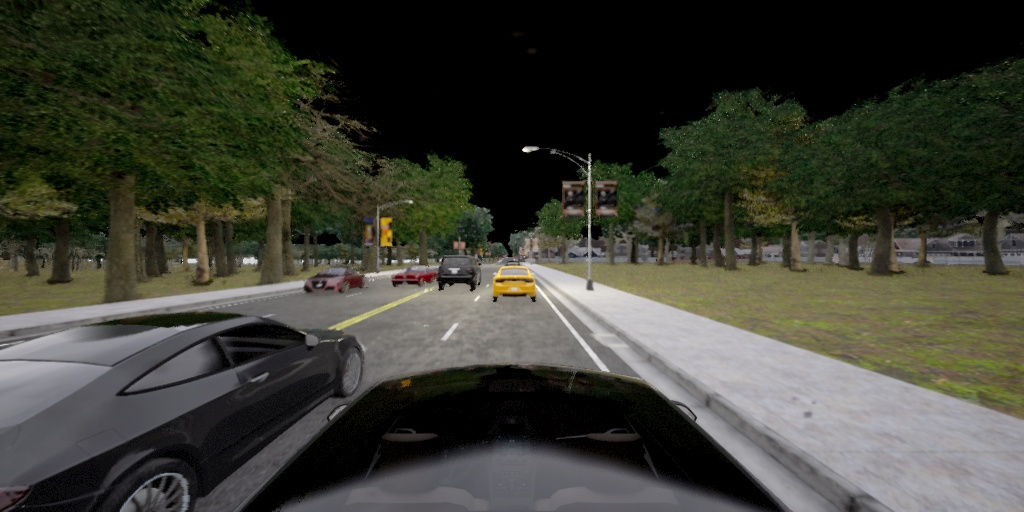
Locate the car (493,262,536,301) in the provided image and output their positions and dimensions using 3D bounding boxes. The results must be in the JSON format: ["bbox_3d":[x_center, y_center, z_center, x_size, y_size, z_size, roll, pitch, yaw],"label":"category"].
[{"bbox_3d":[0.099,1.222,17.326,1.882,1.535,5.008,0,0,0],"label":"car"}]

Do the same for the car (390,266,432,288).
[{"bbox_3d":[-6.512,1.351,24.025,1.895,1.301,4.718,0,0,0],"label":"car"}]

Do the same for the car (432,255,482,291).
[{"bbox_3d":[-3.151,0.970,22.251,2.150,2.045,5.566,0,0,0],"label":"car"}]

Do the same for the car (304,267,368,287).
[{"bbox_3d":[-9.801,1.311,20.224,1.994,1.385,4.181,0,0,0],"label":"car"}]

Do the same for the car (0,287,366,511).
[{"bbox_3d":[-3.150,1.274,3.524,1.812,1.442,4.674,0,0,0],"label":"car"}]
